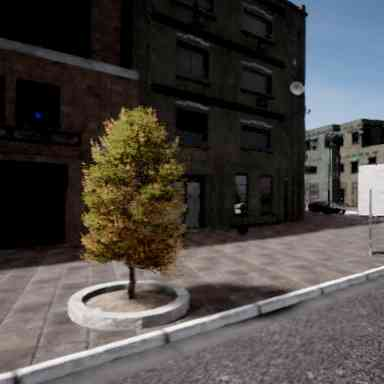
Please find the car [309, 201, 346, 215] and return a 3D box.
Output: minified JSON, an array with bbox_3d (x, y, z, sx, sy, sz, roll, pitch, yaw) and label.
[{"bbox_3d":[13.759,1.582,34.098,1.947,1.339,4.313,1,-1,-17],"label":"car"}]
